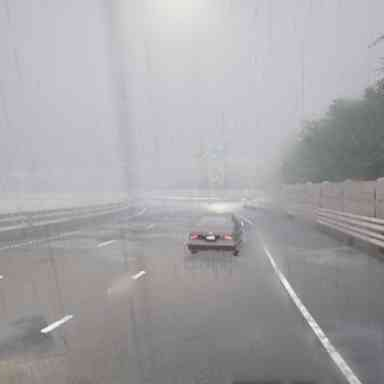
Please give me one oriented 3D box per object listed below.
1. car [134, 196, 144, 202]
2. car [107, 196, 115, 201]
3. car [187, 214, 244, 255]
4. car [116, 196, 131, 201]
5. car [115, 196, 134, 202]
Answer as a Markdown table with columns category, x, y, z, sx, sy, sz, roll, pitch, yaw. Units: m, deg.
| category | x | y | z | sx | sy | sz | roll | pitch | yaw |
| --- | --- | --- | --- | --- | --- | --- | --- | --- | --- |
| car | -13.745 | 1.872 | 84.379 | 2.128 | 1.511 | 4.902 | 0 | 0 | -31 |
| car | -22.078 | 1.813 | 91.213 | 1.994 | 1.385 | 4.181 | 0 | 0 | -37 |
| car | 1.077 | 1.607 | 13.696 | 2.033 | 1.411 | 5.357 | 0 | 0 | 10 |
| car | -19.207 | 1.808 | 93.215 | 2.033 | 1.411 | 5.357 | 0 | 0 | -37 |
| car | -16.859 | 1.893 | 82.784 | 1.994 | 1.385 | 4.181 | 0 | 0 | -31 |
